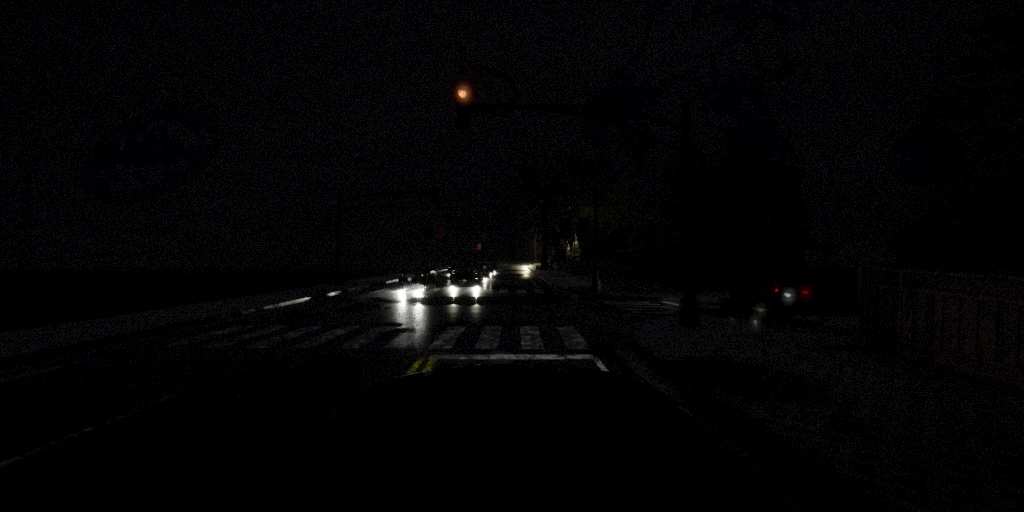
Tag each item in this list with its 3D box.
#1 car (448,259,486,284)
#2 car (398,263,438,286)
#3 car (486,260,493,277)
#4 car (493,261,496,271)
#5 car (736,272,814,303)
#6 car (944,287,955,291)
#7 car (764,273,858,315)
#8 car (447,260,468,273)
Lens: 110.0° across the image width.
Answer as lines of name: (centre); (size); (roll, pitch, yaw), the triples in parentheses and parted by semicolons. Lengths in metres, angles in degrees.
car: (-3.304, 1.107, 26.847); (2.097, 1.767, 4.553); (0, 0, -1)
car: (-6.596, 1.247, 25.542); (2.128, 1.511, 4.902); (0, 0, 0)
car: (-3.342, 1.105, 35.676); (2.097, 1.767, 4.553); (0, 0, 0)
car: (-3.332, 1.279, 45.599); (1.812, 1.442, 4.674); (0, 0, 0)
car: (13.066, 1.507, 16.544); (5.008, 1.535, 1.882); (1, -2, -2)
car: (22.953, 1.738, 16.912); (5.357, 1.411, 2.033); (1, -2, -3)
car: (12.480, 1.497, 13.669); (4.181, 1.385, 1.994); (1, -2, -2)
car: (-6.588, 1.258, 43.571); (1.837, 1.490, 4.892); (0, 0, 0)
